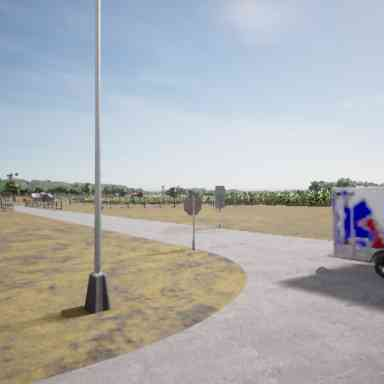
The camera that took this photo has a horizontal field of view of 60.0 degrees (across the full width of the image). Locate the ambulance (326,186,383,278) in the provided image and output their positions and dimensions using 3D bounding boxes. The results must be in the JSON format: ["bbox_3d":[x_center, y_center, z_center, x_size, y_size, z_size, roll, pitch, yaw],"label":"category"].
[{"bbox_3d":[6.694,1.039,8.027,2.351,2.431,6.366,0,-1,-35],"label":"ambulance"}]
